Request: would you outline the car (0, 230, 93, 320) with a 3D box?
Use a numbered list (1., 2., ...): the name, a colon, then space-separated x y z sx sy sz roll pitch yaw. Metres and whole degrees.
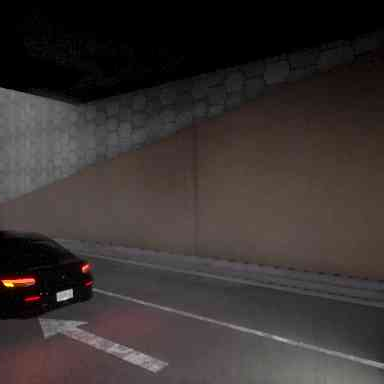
1. car: -3.955 1.526 6.793 4.674 1.442 1.812 0 0 36
